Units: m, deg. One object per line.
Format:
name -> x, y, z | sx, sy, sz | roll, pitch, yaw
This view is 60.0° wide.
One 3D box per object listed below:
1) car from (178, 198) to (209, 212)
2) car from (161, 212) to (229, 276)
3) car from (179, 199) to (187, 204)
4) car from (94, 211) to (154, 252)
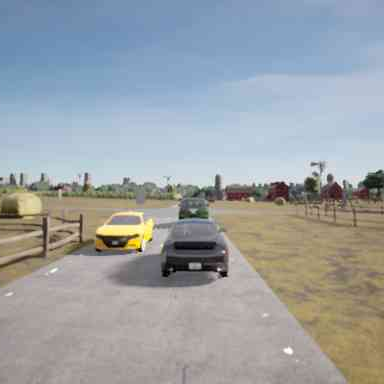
car -> 0.107, 1.476, 25.037 | 2.150, 2.045, 5.566 | 0, -1, 0
car -> 0.087, 1.611, 10.716 | 1.837, 1.490, 4.892 | 0, 0, 0
car -> -2.380, 2.588, 92.658 | 2.128, 1.511, 4.902 | 0, -1, 0
car -> -2.829, 1.623, 14.734 | 1.882, 1.535, 5.008 | 0, -1, 0
